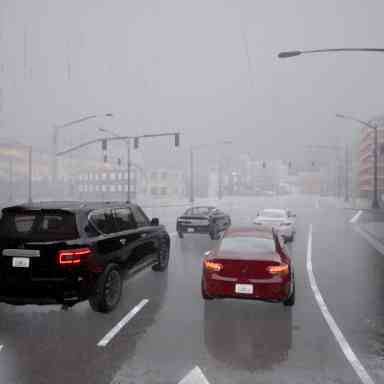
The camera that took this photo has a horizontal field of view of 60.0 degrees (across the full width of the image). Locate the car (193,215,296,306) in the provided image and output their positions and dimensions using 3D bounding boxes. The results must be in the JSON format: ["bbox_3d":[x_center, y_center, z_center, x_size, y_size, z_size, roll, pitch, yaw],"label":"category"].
[{"bbox_3d":[1.428,1.526,8.056,1.812,1.442,4.674,0,0,13],"label":"car"}]

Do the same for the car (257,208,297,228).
[{"bbox_3d":[4.146,1.526,16.498,1.812,1.442,4.674,0,0,19],"label":"car"}]

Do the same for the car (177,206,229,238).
[{"bbox_3d":[0.739,1.492,17.222,2.128,1.511,4.902,0,0,19],"label":"car"}]

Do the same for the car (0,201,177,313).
[{"bbox_3d":[-2.184,1.221,7.963,2.150,2.045,5.566,0,0,12],"label":"car"}]
